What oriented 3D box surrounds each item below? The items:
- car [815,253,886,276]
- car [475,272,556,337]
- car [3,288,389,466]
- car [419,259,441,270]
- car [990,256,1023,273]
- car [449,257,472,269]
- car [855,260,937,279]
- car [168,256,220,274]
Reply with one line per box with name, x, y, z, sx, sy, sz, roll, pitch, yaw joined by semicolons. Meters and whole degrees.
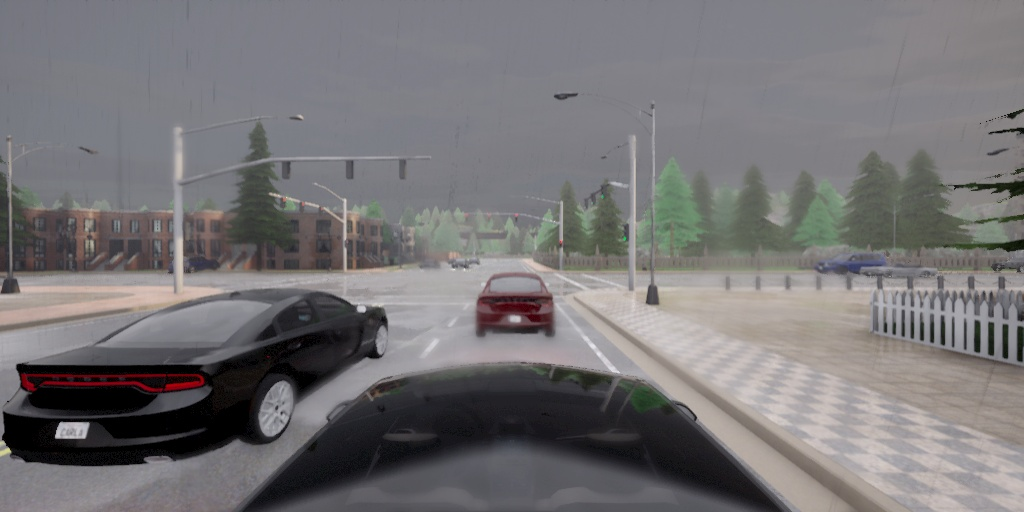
car;31.509;0.784;33.319;5.566;2.045;2.150;0;0;0
car;0.090;1.178;10.105;1.882;1.535;5.008;0;0;0
car;-3.436;1.207;5.297;1.882;1.535;5.008;0;0;1
car;-10.513;1.052;46.252;1.994;1.385;4.181;0;0;0
car;47.508;0.718;33.186;4.892;1.490;1.837;0;0;0
car;-6.997;0.994;49.446;1.812;1.442;4.674;0;0;0
car;32.002;1.184;29.818;4.718;1.301;1.895;0;0;0
car;-32.951;0.815;37.350;2.097;1.767;4.553;0;3;-2
